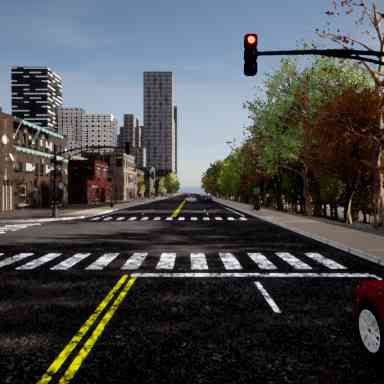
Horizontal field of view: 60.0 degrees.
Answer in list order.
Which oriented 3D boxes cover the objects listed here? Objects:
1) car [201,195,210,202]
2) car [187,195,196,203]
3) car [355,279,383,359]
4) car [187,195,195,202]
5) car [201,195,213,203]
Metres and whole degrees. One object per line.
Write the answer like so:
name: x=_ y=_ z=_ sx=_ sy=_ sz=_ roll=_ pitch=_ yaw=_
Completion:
car: x=3.076 y=1.470 z=76.301 sx=1.837 sy=1.490 sz=4.892 roll=0 pitch=0 yaw=0
car: x=-0.055 y=1.575 z=67.321 sx=1.895 sy=1.301 sz=4.718 roll=0 pitch=0 yaw=0
car: x=3.343 y=1.477 z=2.940 sx=1.882 sy=1.535 sz=5.008 roll=0 pitch=0 yaw=0
car: x=-0.178 y=1.469 z=77.360 sx=1.837 sy=1.490 sz=4.892 roll=0 pitch=0 yaw=0
car: x=3.196 y=1.523 z=65.807 sx=2.033 sy=1.411 sz=5.357 roll=0 pitch=0 yaw=0
